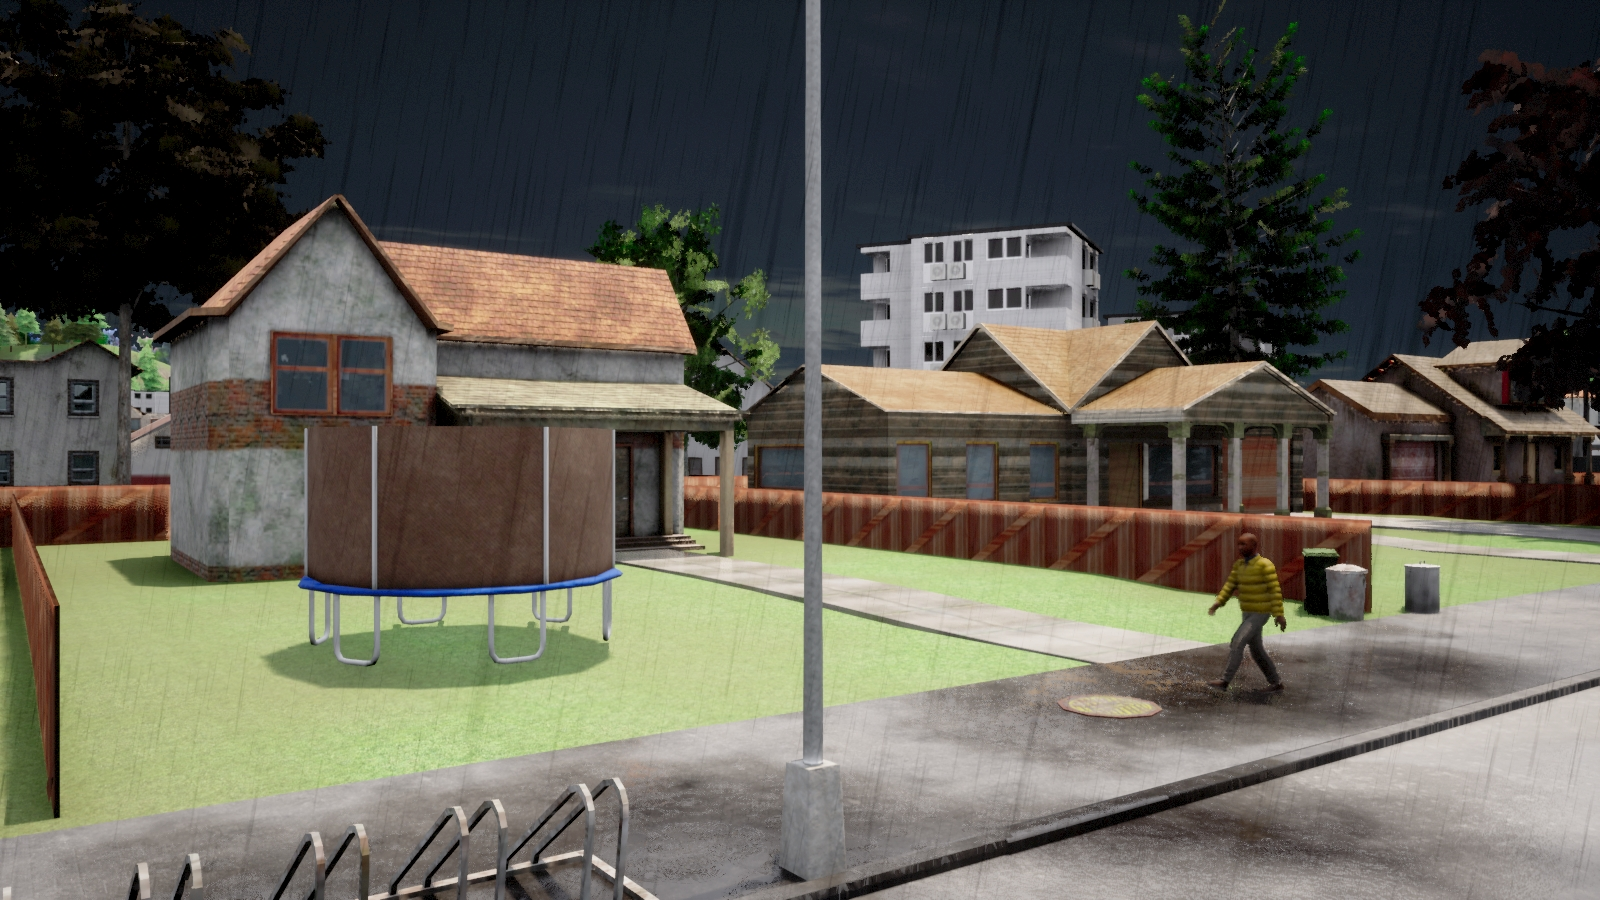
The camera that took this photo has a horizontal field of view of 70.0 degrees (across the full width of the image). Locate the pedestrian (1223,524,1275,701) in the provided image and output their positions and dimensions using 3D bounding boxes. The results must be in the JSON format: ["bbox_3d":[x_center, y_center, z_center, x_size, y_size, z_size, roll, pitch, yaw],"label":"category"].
[{"bbox_3d":[4.869,1.746,12.405,0.375,1.860,0.375,0,0,-16],"label":"pedestrian"}]
